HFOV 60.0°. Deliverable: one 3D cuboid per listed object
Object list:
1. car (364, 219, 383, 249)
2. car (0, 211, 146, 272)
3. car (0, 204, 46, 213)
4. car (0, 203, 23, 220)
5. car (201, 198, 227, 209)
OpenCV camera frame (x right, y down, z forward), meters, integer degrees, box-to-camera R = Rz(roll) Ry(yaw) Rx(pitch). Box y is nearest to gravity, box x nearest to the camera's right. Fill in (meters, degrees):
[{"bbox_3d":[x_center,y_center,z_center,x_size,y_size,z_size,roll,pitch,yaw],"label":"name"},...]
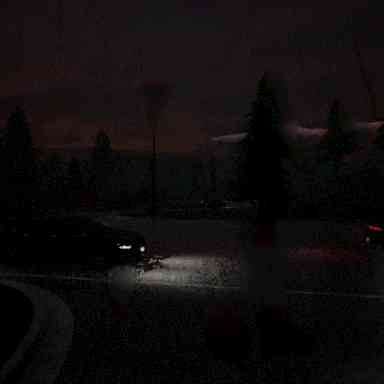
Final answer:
[{"bbox_3d":[8.624,1.478,11.336,4.902,1.511,2.128,0,0,13],"label":"car"},{"bbox_3d":[-3.868,1.505,10.535,4.892,1.490,1.837,-1,0,13],"label":"car"},{"bbox_3d":[-11.838,1.546,23.068,5.357,1.411,2.033,0,0,13],"label":"car"},{"bbox_3d":[-16.845,1.602,27.771,4.718,1.301,1.895,0,0,13],"label":"car"},{"bbox_3d":[3.039,1.540,45.110,1.994,1.385,4.181,0,0,37],"label":"car"}]
